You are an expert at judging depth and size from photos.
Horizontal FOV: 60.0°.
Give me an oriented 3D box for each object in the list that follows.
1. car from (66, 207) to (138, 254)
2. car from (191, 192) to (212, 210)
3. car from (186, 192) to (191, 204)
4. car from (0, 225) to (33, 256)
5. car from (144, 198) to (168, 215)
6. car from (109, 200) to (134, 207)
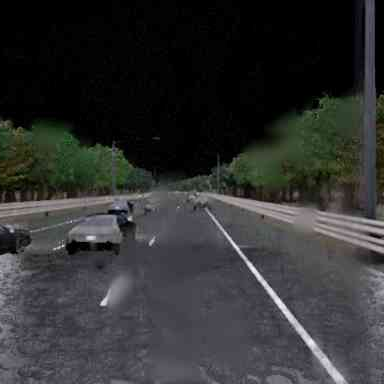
[{"bbox_3d":[-3.402,1.509,13.235,1.994,1.385,4.181,0,0,0],"label":"car"},{"bbox_3d":[1.221,1.177,39.982,2.097,1.767,4.553,0,0,0],"label":"car"},{"bbox_3d":[-0.004,1.270,58.519,1.812,1.442,4.674,0,0,0],"label":"car"},{"bbox_3d":[-6.902,1.506,10.010,2.033,1.411,5.357,0,0,0],"label":"car"},{"bbox_3d":[-3.402,1.353,32.030,2.128,1.511,4.902,0,0,0],"label":"car"},{"bbox_3d":[-6.902,1.422,32.784,1.994,1.385,4.181,0,0,0],"label":"car"}]
